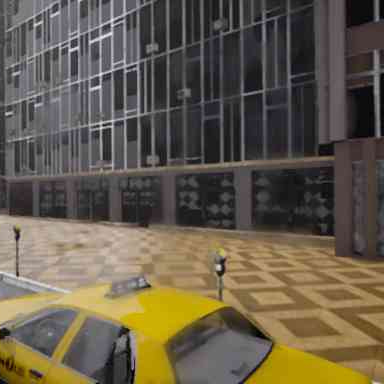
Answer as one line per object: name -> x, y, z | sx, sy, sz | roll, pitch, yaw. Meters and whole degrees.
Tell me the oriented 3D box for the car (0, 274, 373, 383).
car -> -0.825, 1.513, 3.323 | 4.829, 1.417, 1.752 | 0, -1, 35
